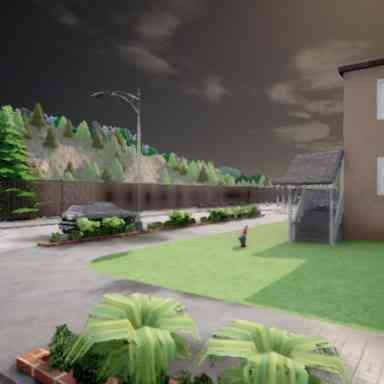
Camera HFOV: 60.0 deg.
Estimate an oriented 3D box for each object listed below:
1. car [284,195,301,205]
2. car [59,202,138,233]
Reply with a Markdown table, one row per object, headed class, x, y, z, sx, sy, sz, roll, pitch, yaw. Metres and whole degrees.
| class | x | y | z | sx | sy | sz | roll | pitch | yaw |
| --- | --- | --- | --- | --- | --- | --- | --- | --- | --- |
| car | 17.672 | 1.364 | 57.640 | 2.097 | 1.767 | 4.553 | 0 | 0 | 36 |
| car | -4.997 | 1.360 | 18.730 | 2.097 | 1.767 | 4.553 | 0 | 0 | 36 |
